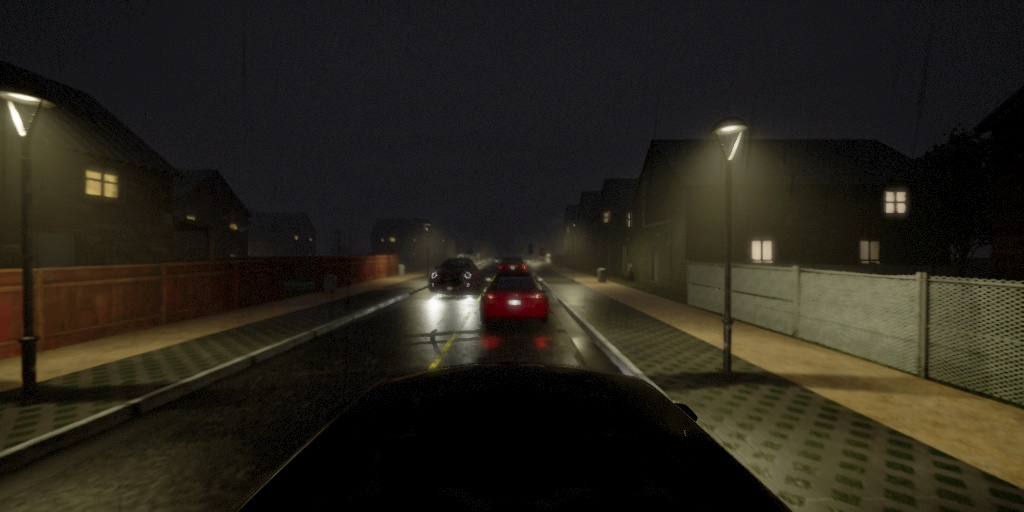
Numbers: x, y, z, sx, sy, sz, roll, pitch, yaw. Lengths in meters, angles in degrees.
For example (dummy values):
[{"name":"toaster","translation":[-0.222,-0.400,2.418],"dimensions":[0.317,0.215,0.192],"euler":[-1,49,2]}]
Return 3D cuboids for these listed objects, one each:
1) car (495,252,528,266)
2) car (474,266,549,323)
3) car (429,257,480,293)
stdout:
[{"name":"car","translation":[0.066,0.778,25.724],"dimensions":[2.097,1.767,4.553],"euler":[0,1,0]},{"name":"car","translation":[0.079,1.181,11.553],"dimensions":[1.994,1.385,4.181],"euler":[0,1,0]},{"name":"car","translation":[-2.856,0.873,18.669],"dimensions":[2.097,1.767,4.553],"euler":[0,1,0]}]
